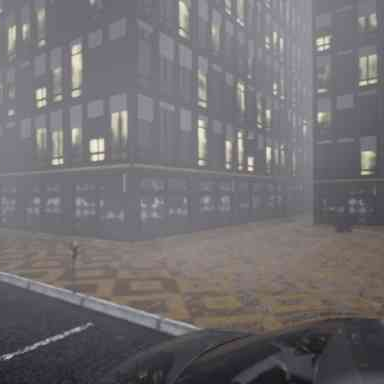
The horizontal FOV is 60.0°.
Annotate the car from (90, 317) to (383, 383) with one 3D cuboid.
[{"bbox_3d":[1.096,1.566,2.057,4.313,1.339,1.947,0,0,36],"label":"car"}]
